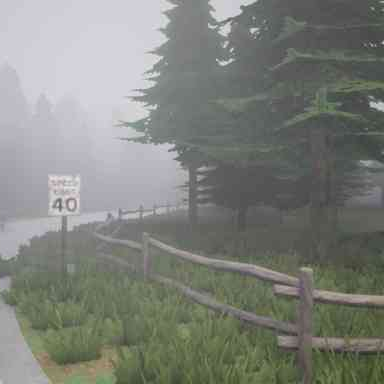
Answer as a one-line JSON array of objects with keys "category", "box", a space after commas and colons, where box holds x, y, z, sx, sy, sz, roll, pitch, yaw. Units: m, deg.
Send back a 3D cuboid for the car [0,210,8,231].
[{"category": "car", "box": [-11.833, 1.491, 17.681, 2.128, 1.511, 4.902, 0, 0, 2]}]
